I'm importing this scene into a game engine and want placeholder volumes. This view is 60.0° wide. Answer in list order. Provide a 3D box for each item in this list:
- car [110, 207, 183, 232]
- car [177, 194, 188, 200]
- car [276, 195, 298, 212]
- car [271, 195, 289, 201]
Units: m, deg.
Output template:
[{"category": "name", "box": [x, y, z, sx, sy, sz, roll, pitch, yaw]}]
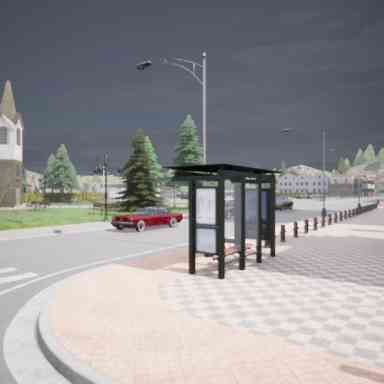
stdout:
[{"category": "car", "box": [-2.651, 1.591, 20.256, 1.895, 1.301, 4.718, 0, 0, 35]}, {"category": "car", "box": [-1.043, 1.360, 91.952, 4.514, 1.523, 2.007, 0, 0, 35]}, {"category": "car", "box": [10.254, 1.468, 38.639, 1.882, 1.535, 5.008, 0, 1, 35]}, {"category": "car", "box": [20.287, 1.384, 77.025, 3.633, 1.501, 1.845, 0, 0, 35]}]
